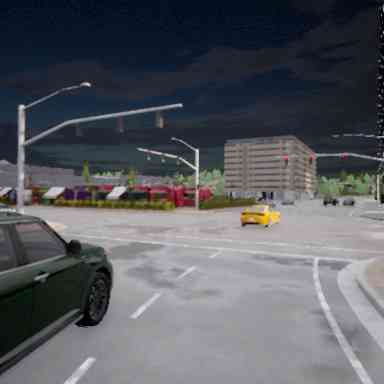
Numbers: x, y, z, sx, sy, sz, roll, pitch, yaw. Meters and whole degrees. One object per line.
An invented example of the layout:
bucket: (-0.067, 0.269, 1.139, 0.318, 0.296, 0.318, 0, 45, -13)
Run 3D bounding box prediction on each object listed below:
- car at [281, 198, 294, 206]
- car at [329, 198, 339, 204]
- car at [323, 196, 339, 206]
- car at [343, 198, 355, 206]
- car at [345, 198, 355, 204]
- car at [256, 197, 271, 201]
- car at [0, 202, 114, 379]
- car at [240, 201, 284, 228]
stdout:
car: (18.984, 2.022, 66.091, 1.837, 1.490, 4.892, 0, 0, 28)
car: (33.963, 2.083, 79.552, 1.994, 1.385, 4.181, 0, 0, 28)
car: (29.010, 1.828, 70.122, 2.150, 2.045, 5.566, 0, 0, 28)
car: (32.283, 2.143, 68.829, 2.128, 1.511, 4.902, 0, 0, 28)
car: (37.061, 2.081, 77.924, 2.033, 1.411, 5.357, 0, 0, 28)
car: (11.746, 1.957, 52.448, 1.994, 1.385, 4.181, 0, 0, 28)
car: (-2.866, 1.227, 4.087, 2.150, 2.045, 5.566, 0, 0, 8)
car: (5.060, 1.696, 24.260, 1.882, 1.535, 5.008, 0, -1, 27)
